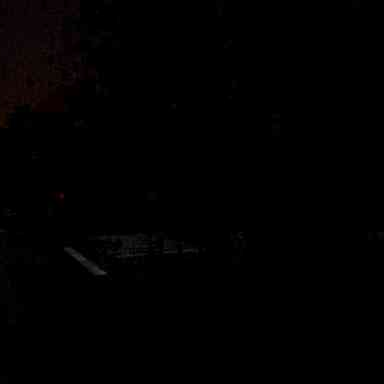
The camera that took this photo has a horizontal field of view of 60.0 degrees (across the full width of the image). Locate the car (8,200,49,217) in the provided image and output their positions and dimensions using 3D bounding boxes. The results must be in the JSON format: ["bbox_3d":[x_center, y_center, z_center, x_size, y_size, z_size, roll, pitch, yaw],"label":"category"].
[{"bbox_3d":[-16.729,1.820,33.775,1.895,1.301,4.718,0,0,0],"label":"car"}]

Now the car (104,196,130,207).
[{"bbox_3d":[-14.985,1.951,68.265,4.553,1.767,2.185,0,-2,-32],"label":"car"}]

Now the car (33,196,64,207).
[{"bbox_3d":[-29.383,1.932,68.281,5.566,2.045,2.435,0,-2,-32],"label":"car"}]

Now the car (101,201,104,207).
[{"bbox_3d":[-16.568,2.146,70.851,5.008,1.535,2.097,0,-2,-32],"label":"car"}]

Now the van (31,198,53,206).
[{"bbox_3d":[-35.176,2.316,77.829,4.442,1.987,1.878,0,-2,-32],"label":"van"}]

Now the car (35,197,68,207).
[{"bbox_3d":[-26.493,1.803,63.647,5.566,2.045,2.435,0,-2,-32],"label":"car"}]

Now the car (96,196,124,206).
[{"bbox_3d":[-18.134,1.961,73.319,5.566,2.045,2.435,0,-2,-32],"label":"car"}]
